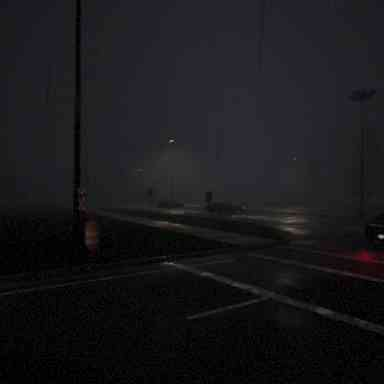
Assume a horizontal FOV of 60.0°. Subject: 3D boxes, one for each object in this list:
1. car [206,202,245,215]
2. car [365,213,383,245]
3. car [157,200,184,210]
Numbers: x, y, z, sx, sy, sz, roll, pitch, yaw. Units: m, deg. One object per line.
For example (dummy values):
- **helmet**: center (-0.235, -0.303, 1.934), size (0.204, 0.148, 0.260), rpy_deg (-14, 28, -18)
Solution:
- **car**: center (3.611, 1.772, 36.485), size (1.895, 1.301, 4.718), rpy_deg (0, 0, -35)
- **car**: center (9.684, 1.609, 14.948), size (4.902, 1.511, 2.128), rpy_deg (0, 0, -35)
- **car**: center (-3.021, 1.773, 46.069), size (1.895, 1.301, 4.718), rpy_deg (0, 0, -34)
